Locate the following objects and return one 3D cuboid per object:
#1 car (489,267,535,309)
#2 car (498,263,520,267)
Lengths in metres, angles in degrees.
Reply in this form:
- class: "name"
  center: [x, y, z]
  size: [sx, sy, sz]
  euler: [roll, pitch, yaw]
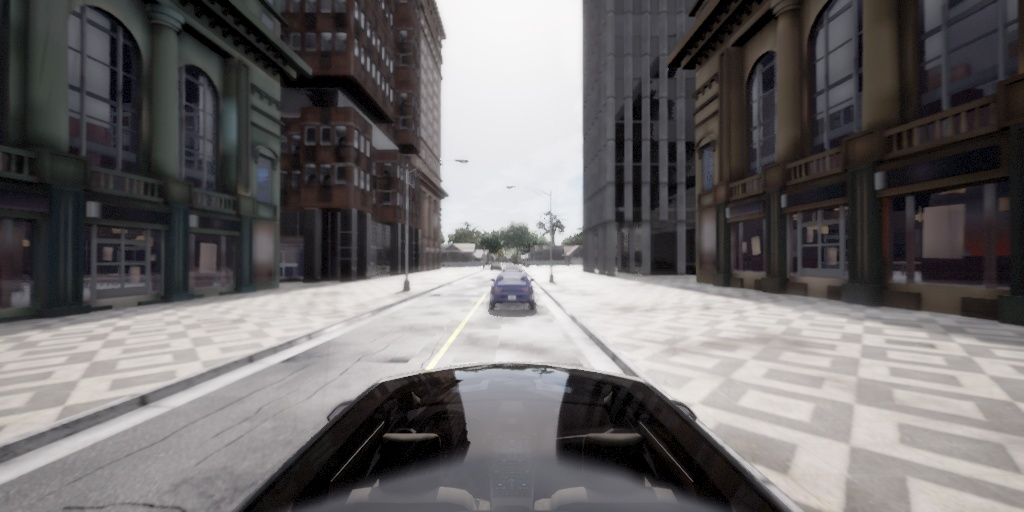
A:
- class: "car"
  center: [0.022, 1.412, 15.747]
  size: [1.812, 1.442, 4.674]
  euler: [0, 0, 1]
- class: "car"
  center: [0.013, 1.532, 30.356]
  size: [1.837, 1.490, 4.892]
  euler: [0, 0, 0]
